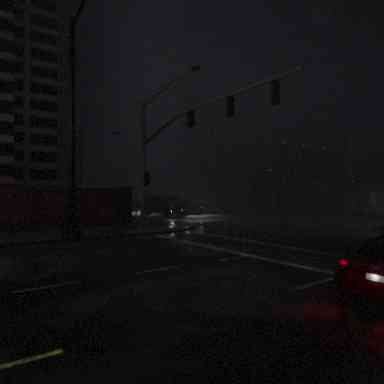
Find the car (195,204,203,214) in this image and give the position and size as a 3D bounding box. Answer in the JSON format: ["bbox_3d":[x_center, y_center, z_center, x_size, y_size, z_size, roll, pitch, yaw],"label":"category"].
[{"bbox_3d":[-0.787,1.533,34.766,1.812,1.442,4.674,0,0,-36],"label":"car"}]

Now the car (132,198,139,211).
[{"bbox_3d":[-8.591,1.497,39.590,2.128,1.511,4.902,0,0,-36],"label":"car"}]

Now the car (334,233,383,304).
[{"bbox_3d":[5.046,1.567,7.360,4.181,1.385,1.994,0,0,-35],"label":"car"}]

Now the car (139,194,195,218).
[{"bbox_3d":[-2.501,1.228,31.125,2.150,2.045,5.566,0,0,-36],"label":"car"}]

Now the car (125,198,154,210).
[{"bbox_3d":[-6.812,1.533,43.118,1.812,1.442,4.674,0,0,-36],"label":"car"}]
